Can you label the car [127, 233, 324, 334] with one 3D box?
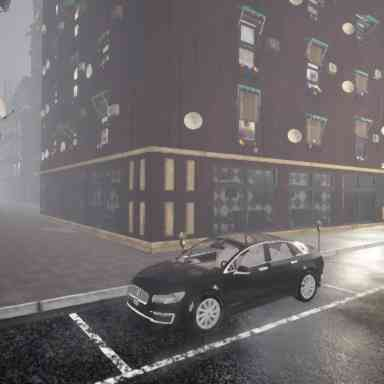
[{"bbox_3d":[0.871,1.552,6.669,4.403,1.369,2.008,0,1,-35],"label":"car"}]
